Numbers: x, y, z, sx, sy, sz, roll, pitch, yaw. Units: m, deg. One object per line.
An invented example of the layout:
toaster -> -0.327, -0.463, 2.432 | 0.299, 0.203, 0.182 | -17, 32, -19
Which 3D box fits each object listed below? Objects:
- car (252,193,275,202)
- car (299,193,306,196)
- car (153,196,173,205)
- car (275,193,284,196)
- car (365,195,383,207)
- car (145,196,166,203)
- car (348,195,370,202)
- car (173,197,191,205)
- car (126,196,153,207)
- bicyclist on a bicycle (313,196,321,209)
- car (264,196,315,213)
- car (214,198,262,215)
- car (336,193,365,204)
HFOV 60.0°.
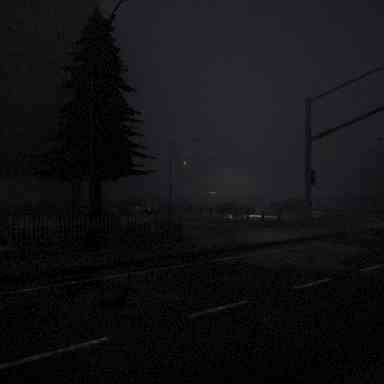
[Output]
car -> 16.855, 1.393, 78.041 | 1.970, 1.475, 3.806 | 0, 0, -36
car -> 20.951, 1.394, 62.403 | 1.970, 1.475, 3.806 | 0, 0, -36
car -> -5.805, 1.563, 59.943 | 1.994, 1.385, 4.181 | 0, 0, -36
car -> 19.210, 1.362, 79.725 | 1.784, 1.438, 3.905 | 0, 0, -36
car -> 26.528, 1.152, 44.983 | 1.932, 1.855, 4.605 | 0, 0, -36
car -> -7.536, 1.546, 68.216 | 2.033, 1.411, 5.357 | 0, 0, -36
car -> 37.034, 1.361, 73.941 | 1.784, 1.438, 3.905 | 0, 0, -36
car -> -2.087, 1.563, 60.749 | 1.994, 1.385, 4.181 | 0, 0, -35
car -> -8.508, 1.477, 51.498 | 1.882, 1.535, 5.008 | 0, 0, -35
bicyclist on a bicycle -> 15.931, 1.301, 42.301 | 1.656, 1.620, 0.582 | 0, 0, -36
car -> 10.835, 1.490, 36.879 | 2.128, 1.511, 4.902 | 0, 0, -36
car -> 4.486, 1.563, 33.409 | 1.994, 1.385, 4.181 | 0, 0, -36
car -> 34.641, 1.151, 72.308 | 1.932, 1.855, 4.605 | 0, 0, -36
